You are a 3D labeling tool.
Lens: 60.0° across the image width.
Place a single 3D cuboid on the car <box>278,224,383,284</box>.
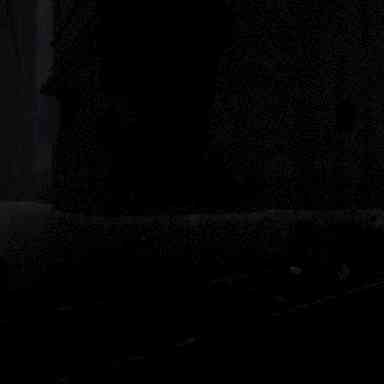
[{"bbox_3d":[4.441,1.652,9.813,4.313,1.339,1.947,1,-1,-35],"label":"car"}]
